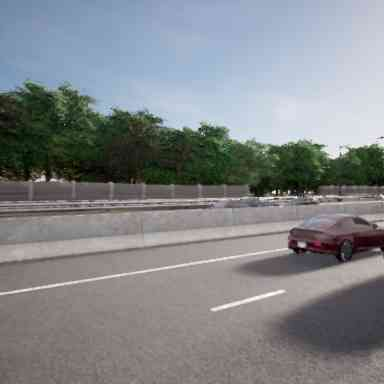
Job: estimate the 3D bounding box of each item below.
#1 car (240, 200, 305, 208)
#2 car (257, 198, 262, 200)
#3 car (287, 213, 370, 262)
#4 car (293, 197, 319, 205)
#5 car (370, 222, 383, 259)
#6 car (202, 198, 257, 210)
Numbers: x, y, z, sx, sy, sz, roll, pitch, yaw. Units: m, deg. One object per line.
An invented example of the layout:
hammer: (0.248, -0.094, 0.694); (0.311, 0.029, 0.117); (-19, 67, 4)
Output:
car: (6.268, 1.514, 25.667); (4.718, 1.301, 1.895); (0, 0, -35)
car: (6.891, 1.408, 39.012); (5.357, 1.411, 2.033); (-1, 0, -36)
car: (5.355, 1.484, 11.870); (4.674, 1.442, 1.812); (0, 0, -36)
car: (12.945, 1.328, 39.026); (4.892, 1.490, 1.837); (-1, 0, -35)
car: (7.369, 1.180, 9.007); (5.566, 2.045, 2.150); (0, 0, -36)
car: (2.869, 1.449, 27.540); (4.674, 1.442, 1.812); (0, 0, -35)
